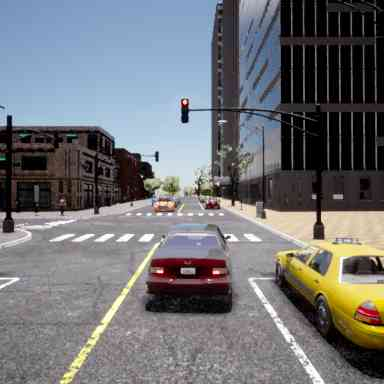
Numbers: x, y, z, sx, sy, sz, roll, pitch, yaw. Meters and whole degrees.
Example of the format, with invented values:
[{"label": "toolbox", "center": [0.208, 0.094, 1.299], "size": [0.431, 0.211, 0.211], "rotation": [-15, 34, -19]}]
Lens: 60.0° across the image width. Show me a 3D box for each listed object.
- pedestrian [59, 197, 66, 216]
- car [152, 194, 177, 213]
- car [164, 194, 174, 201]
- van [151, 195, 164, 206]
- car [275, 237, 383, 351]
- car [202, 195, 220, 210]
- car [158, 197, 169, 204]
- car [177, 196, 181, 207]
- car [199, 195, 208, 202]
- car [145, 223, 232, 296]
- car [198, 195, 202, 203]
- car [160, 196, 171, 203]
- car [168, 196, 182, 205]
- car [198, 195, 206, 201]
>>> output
[{"label": "pedestrian", "center": [-12.553, 1.368, 32.153], "size": [0.375, 1.860, 0.375], "rotation": [0, 0, 1]}, {"label": "car", "center": [-3.106, 1.364, 37.683], "size": [2.097, 1.767, 4.553], "rotation": [0, 0, 0]}, {"label": "car", "center": [-5.697, 1.346, 82.915], "size": [2.192, 1.841, 5.009], "rotation": [1, 0, 0]}, {"label": "van", "center": [-5.690, 1.361, 55.244], "size": [1.690, 1.788, 3.998], "rotation": [1, 0, 0]}, {"label": "car", "center": [2.837, 1.527, 6.384], "size": [1.752, 1.417, 4.829], "rotation": [1, 0, 0]}, {"label": "car", "center": [2.691, 1.455, 44.162], "size": [1.967, 1.590, 4.097], "rotation": [1, 0, 0]}, {"label": "car", "center": [-5.697, 1.606, 66.312], "size": [1.802, 1.307, 4.206], "rotation": [1, 0, 0]}, {"label": "car", "center": [-3.107, 1.618, 49.349], "size": [1.895, 1.301, 4.718], "rotation": [0, 0, 0]}, {"label": "car", "center": [2.682, 1.554, 77.541], "size": [1.752, 1.417, 4.829], "rotation": [1, 0, 0]}, {"label": "car", "center": [0.073, 1.550, 8.835], "size": [2.033, 1.411, 5.357], "rotation": [0, 0, 3]}, {"label": "car", "center": [2.683, 1.552, 72.007], "size": [1.752, 1.417, 4.829], "rotation": [1, 0, 0]}, {"label": "car", "center": [-5.698, 1.593, 71.847], "size": [1.947, 1.339, 4.313], "rotation": [1, 0, 0]}, {"label": "car", "center": [-3.084, 1.514, 61.049], "size": [2.128, 1.511, 4.902], "rotation": [0, 0, 0]}, {"label": "car", "center": [2.679, 1.578, 88.441], "size": [1.887, 1.381, 4.507], "rotation": [1, 0, 0]}]
